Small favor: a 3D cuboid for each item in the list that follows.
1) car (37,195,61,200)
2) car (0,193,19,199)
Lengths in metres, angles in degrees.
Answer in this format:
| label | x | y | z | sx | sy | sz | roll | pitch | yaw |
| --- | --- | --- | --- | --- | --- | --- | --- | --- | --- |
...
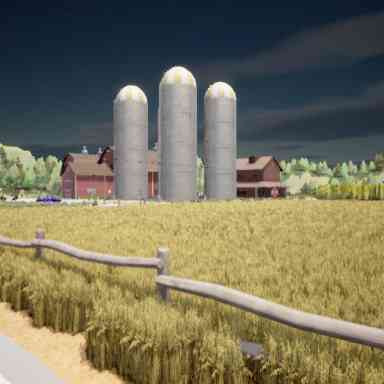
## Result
| label | x | y | z | sx | sy | sz | roll | pitch | yaw |
| --- | --- | --- | --- | --- | --- | --- | --- | --- | --- |
| car | -28.327 | 1.440 | 66.121 | 2.242 | 1.667 | 4.611 | 0 | 0 | 45 |
| car | -45.509 | 1.278 | 83.171 | 1.905 | 1.878 | 3.866 | 0 | 0 | 45 |
